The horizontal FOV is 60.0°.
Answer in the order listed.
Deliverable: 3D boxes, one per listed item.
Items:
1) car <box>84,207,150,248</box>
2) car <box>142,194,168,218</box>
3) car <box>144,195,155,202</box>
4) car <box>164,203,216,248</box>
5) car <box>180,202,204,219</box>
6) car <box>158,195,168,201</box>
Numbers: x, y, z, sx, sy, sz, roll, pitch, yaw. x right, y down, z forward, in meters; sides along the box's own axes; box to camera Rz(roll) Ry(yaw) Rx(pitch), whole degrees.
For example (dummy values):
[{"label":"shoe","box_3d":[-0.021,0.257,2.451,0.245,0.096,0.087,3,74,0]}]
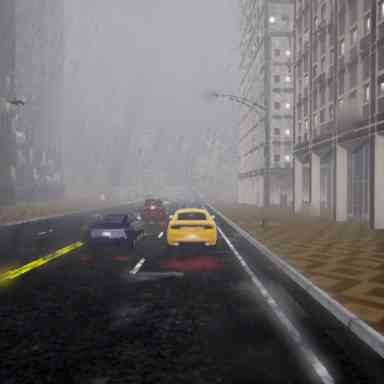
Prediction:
[{"label":"car","box_3d":[-3.250,1.564,14.653,1.994,1.385,4.181,0,0,0]},{"label":"car","box_3d":[-3.250,1.347,29.624,2.097,1.767,4.553,0,0,0]},{"label":"car","box_3d":[-9.750,1.351,75.947,1.837,1.490,4.892,0,0,0]},{"label":"car","box_3d":[0.000,1.477,14.653,1.882,1.535,5.008,0,0,0]},{"label":"car","box_3d":[0.000,1.597,29.684,1.895,1.301,4.718,0,0,0]},{"label":"car","box_3d":[-6.500,1.446,75.917,1.895,1.301,4.718,0,0,0]}]
